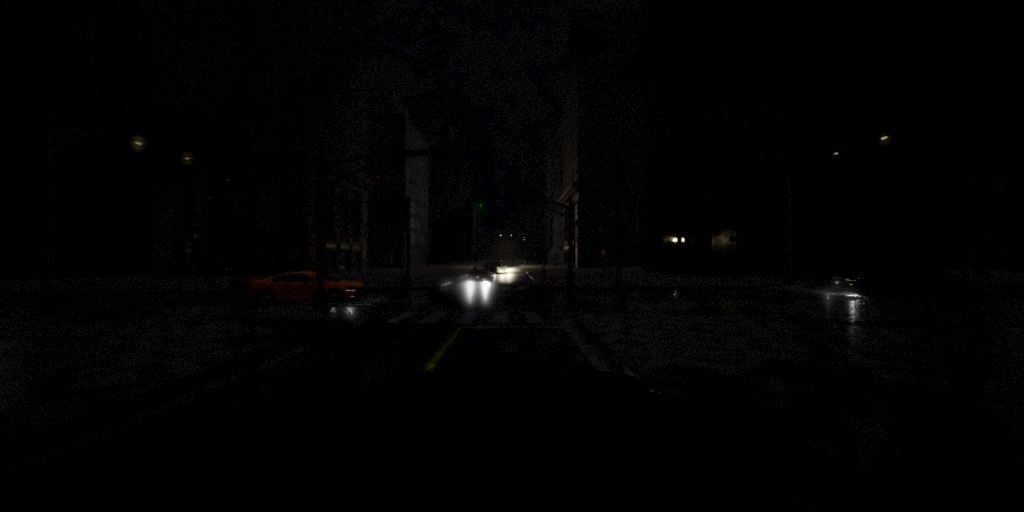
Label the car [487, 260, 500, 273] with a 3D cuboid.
[{"bbox_3d":[-3.123,1.659,51.278,1.837,1.490,4.892,0,0,0],"label":"car"}]

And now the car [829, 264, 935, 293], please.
[{"bbox_3d":[20.674,1.217,20.154,4.892,1.490,1.837,-1,0,0],"label":"car"}]

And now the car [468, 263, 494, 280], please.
[{"bbox_3d":[-3.126,1.630,34.939,1.895,1.301,4.718,0,0,0],"label":"car"}]

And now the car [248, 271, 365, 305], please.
[{"bbox_3d":[-9.558,1.457,16.898,5.008,1.535,1.882,0,0,0],"label":"car"}]
